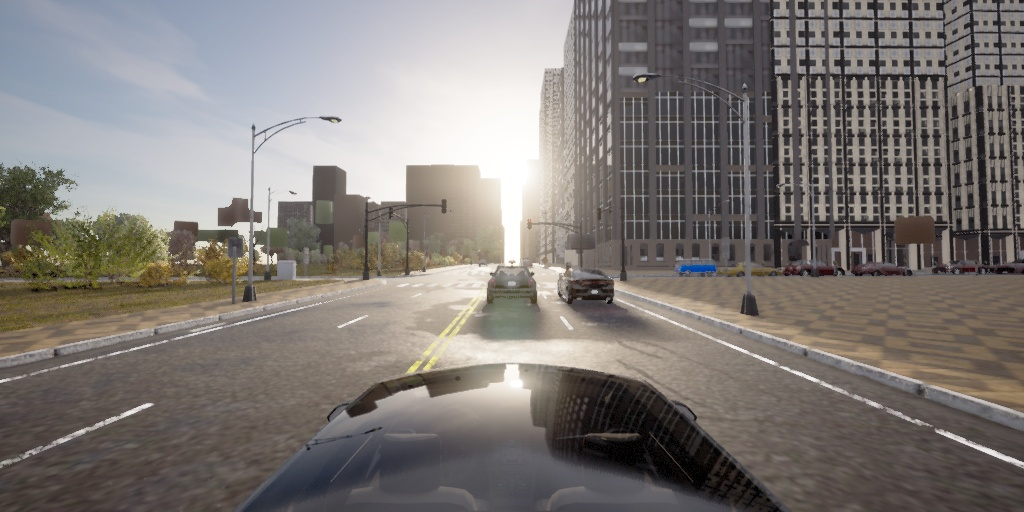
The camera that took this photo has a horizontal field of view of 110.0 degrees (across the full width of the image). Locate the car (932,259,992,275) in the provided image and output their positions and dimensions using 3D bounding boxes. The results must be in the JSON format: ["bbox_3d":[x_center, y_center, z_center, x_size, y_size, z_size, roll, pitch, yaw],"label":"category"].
[{"bbox_3d":[47.158,1.150,37.915,4.097,1.591,1.967,0,0,-1],"label":"car"}]

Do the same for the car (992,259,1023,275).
[{"bbox_3d":[50.708,1.017,35.275,4.553,1.767,2.097,0,-2,-1],"label":"car"}]

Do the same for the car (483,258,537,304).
[{"bbox_3d":[0.000,1.138,16.517,2.097,1.767,4.553,0,0,0],"label":"car"}]

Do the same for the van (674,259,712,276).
[{"bbox_3d":[19.191,1.185,37.572,3.998,1.789,1.690,0,0,-1],"label":"van"}]

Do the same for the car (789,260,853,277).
[{"bbox_3d":[24.986,1.008,29.620,4.097,1.591,1.967,0,0,-1],"label":"car"}]

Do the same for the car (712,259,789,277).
[{"bbox_3d":[19.572,1.122,29.554,4.829,1.417,1.751,0,0,-1],"label":"car"}]

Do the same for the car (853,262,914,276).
[{"bbox_3d":[30.570,1.123,29.689,4.207,1.307,1.802,0,0,-1],"label":"car"}]

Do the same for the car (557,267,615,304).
[{"bbox_3d":[3.250,1.257,16.546,1.882,1.535,5.008,0,0,0],"label":"car"}]
